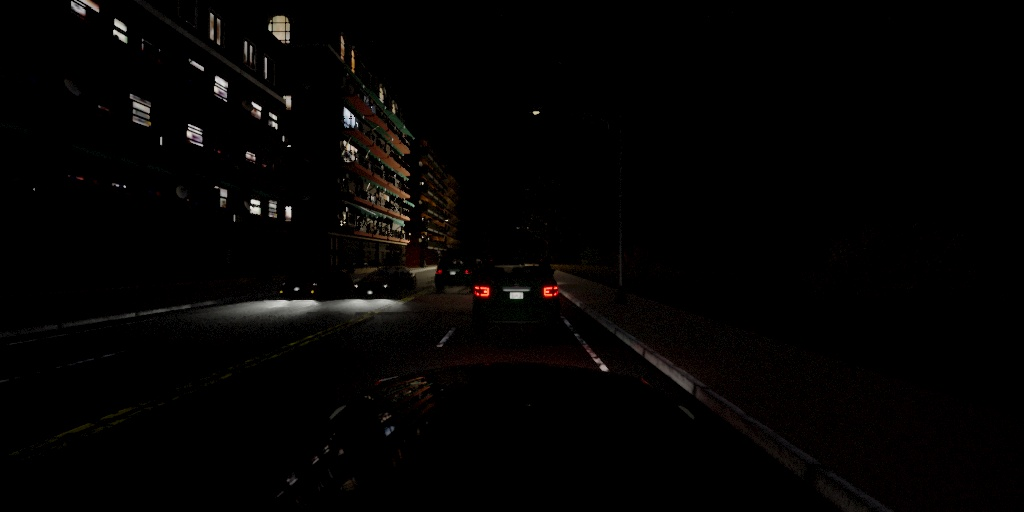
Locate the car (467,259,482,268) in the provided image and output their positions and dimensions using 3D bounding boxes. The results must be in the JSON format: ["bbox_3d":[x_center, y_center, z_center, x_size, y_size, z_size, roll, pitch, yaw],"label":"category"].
[{"bbox_3d":[-6.414,1.243,62.254,2.128,1.511,4.902,0,0,1],"label":"car"}]

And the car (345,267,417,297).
[{"bbox_3d":[-6.555,1.299,19.209,2.033,1.411,5.357,0,0,0],"label":"car"}]

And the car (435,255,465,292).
[{"bbox_3d":[-3.103,0.976,21.549,2.150,2.045,5.566,0,0,0],"label":"car"}]

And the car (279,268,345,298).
[{"bbox_3d":[-9.808,1.316,18.317,1.994,1.385,4.181,0,0,0],"label":"car"}]

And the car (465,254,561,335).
[{"bbox_3d":[0.116,0.973,10.654,2.150,2.045,5.566,0,0,0],"label":"car"}]

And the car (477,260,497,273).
[{"bbox_3d":[-3.046,1.240,44.357,2.128,1.511,4.902,0,0,0],"label":"car"}]
